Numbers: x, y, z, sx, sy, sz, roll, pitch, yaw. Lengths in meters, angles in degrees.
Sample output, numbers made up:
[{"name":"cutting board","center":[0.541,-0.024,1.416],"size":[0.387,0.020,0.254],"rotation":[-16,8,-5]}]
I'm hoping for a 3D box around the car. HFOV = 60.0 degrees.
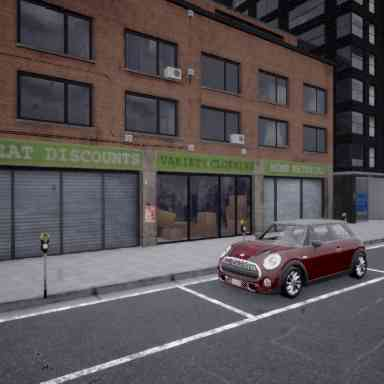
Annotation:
[{"name":"car","center":[2.584,1.440,8.400],"size":[4.097,1.590,1.967],"rotation":[0,0,-36]}]
